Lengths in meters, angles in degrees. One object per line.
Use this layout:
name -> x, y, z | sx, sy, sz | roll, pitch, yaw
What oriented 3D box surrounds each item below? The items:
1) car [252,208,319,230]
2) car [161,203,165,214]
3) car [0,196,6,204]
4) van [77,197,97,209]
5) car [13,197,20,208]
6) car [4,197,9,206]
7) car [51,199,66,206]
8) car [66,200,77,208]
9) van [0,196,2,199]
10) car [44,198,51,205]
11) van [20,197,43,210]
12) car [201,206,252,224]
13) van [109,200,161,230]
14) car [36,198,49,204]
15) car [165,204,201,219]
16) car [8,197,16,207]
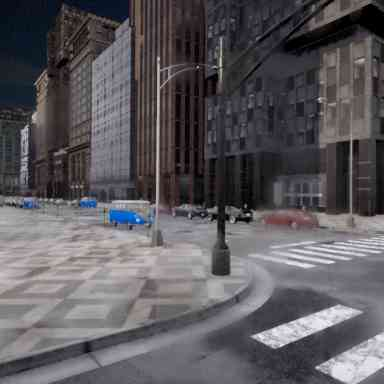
car -> 6.279, 1.722, 21.935 | 1.802, 1.307, 4.206 | 0, -1, -36
car -> -3.619, 1.840, 35.689 | 1.802, 1.307, 4.206 | 0, -1, -36
car -> -36.931, 2.025, 67.383 | 2.008, 1.369, 4.403 | 0, -1, -36
van -> -16.817, 1.751, 54.030 | 1.690, 1.788, 3.998 | 0, -1, -36
car -> -27.032, 1.931, 53.628 | 1.947, 1.339, 4.313 | 0, -1, -36
car -> -33.631, 2.020, 62.798 | 1.802, 1.307, 4.206 | 0, -1, -36
car -> -26.815, 2.047, 67.921 | 1.752, 1.417, 4.829 | 0, 0, -36
car -> -20.117, 1.998, 58.613 | 2.008, 1.369, 4.403 | 0, -1, -36
van -> -43.530, 1.887, 76.554 | 1.690, 1.788, 3.998 | 0, -1, -36
car -> -30.015, 2.107, 72.367 | 2.008, 1.369, 4.403 | 0, 0, -36
van -> -23.732, 1.669, 49.045 | 1.690, 1.788, 3.998 | 0, -1, -36
car -> 2.980, 1.746, 26.520 | 1.947, 1.339, 4.313 | 0, -1, -36
van -> -3.934, 1.439, 21.535 | 1.690, 1.788, 3.998 | 0, -1, -36
car -> -36.614, 2.179, 81.537 | 2.008, 1.369, 4.403 | 0, 0, -36
car -> -0.320, 1.771, 31.105 | 2.008, 1.369, 4.403 | 0, -1, -36
car -> -30.332, 1.946, 58.213 | 1.887, 1.381, 4.507 | 0, -1, -36
